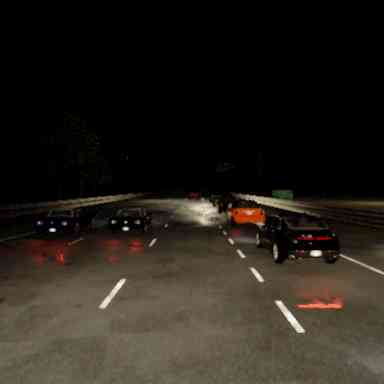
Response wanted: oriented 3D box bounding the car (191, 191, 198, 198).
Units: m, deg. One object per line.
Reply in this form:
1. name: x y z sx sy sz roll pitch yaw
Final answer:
1. car: 0.652 0.592 81.242 1.812 1.442 4.674 0 1 1

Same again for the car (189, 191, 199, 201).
1. car: 0.437 0.982 65.803 1.812 1.442 4.674 0 1 1

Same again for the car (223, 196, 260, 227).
1. car: 3.552 1.324 22.763 2.097 1.767 4.553 0 0 0

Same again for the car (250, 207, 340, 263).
1. car: 3.513 1.491 11.823 1.837 1.490 4.892 0 0 0

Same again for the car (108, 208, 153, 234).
1. car: -3.361 1.579 19.193 1.895 1.301 4.718 0 0 0

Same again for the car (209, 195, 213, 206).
1. car: 3.708 1.192 44.917 1.801 1.575 5.366 0 1 1

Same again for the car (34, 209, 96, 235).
1. car: -6.864 1.579 18.625 1.895 1.301 4.718 0 0 0

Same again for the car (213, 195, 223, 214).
1. car: 3.616 1.237 33.725 2.097 1.767 4.553 0 1 0

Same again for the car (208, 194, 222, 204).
1. car: 3.820 1.137 55.698 2.033 1.411 5.357 0 1 1
